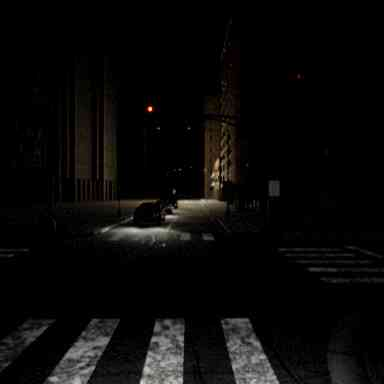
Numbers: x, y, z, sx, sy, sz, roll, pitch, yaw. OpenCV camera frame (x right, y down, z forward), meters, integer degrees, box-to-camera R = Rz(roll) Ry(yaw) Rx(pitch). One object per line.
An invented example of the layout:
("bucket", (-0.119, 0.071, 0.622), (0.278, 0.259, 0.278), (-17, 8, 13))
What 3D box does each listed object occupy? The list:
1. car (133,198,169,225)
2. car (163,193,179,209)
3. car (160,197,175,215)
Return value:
("car", (-3.053, 1.480, 24.448), (1.882, 1.535, 5.008), (0, 0, 0))
("car", (-3.001, 1.224, 45.122), (2.150, 2.045, 5.566), (0, 0, 1))
("car", (-3.036, 1.528, 34.412), (1.812, 1.442, 4.674), (0, 0, 0))
